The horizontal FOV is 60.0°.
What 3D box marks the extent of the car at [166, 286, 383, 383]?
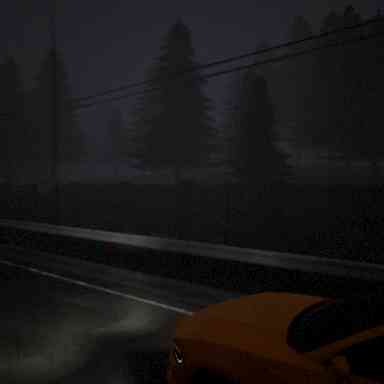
[{"bbox_3d":[2.055,1.482,2.527,5.008,1.535,1.882,1,0,35],"label":"car"}]
